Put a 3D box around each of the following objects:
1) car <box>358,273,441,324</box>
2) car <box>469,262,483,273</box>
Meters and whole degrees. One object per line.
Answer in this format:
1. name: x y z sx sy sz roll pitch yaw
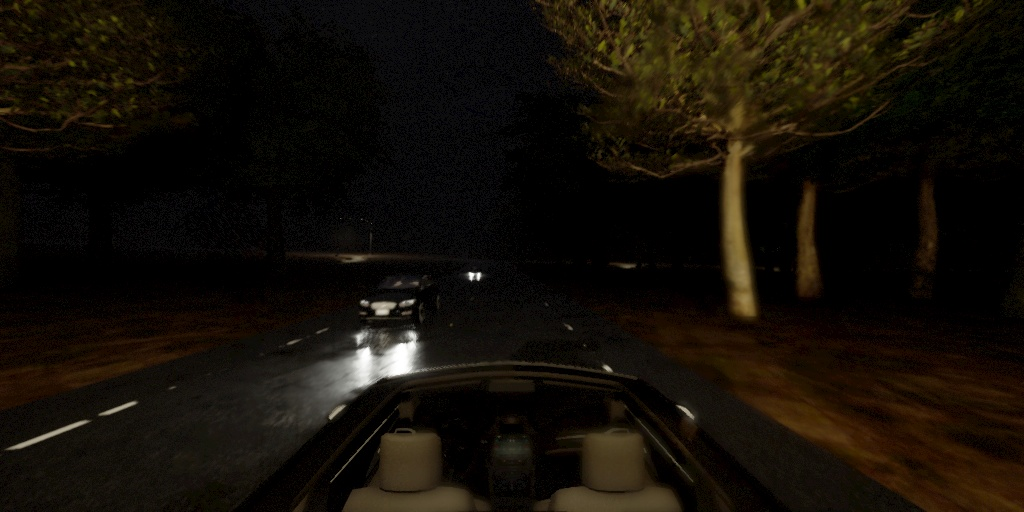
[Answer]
1. car: -3.752 1.373 12.691 2.128 1.511 4.902 0 -1 -1
2. car: -5.327 1.623 52.958 2.128 1.511 4.902 0 0 -2
